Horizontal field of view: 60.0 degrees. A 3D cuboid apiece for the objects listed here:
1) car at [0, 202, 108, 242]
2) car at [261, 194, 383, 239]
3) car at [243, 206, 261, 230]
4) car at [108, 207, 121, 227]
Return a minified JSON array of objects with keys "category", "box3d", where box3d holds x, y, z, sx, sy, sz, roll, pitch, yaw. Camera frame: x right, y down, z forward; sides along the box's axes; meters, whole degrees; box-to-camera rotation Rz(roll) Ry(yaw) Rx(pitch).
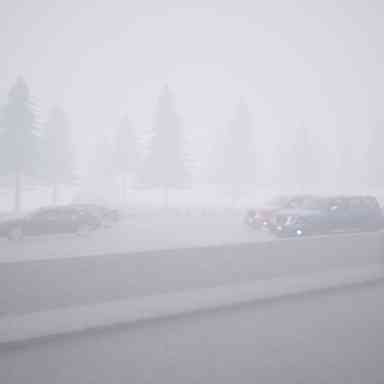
[{"category":"car","box3d":[-6.814,1.424,15.904,4.892,1.490,1.837,0,0,-31]},{"category":"car","box3d":[6.196,1.162,15.126,5.566,2.045,2.150,0,0,-24]},{"category":"car","box3d":[5.624,1.146,18.687,5.566,2.045,2.150,0,0,-24]},{"category":"car","box3d":[-6.826,1.379,19.977,5.008,1.535,1.882,0,0,-31]}]
